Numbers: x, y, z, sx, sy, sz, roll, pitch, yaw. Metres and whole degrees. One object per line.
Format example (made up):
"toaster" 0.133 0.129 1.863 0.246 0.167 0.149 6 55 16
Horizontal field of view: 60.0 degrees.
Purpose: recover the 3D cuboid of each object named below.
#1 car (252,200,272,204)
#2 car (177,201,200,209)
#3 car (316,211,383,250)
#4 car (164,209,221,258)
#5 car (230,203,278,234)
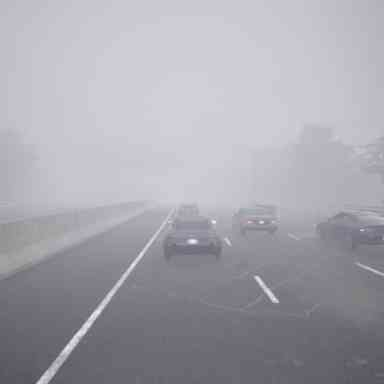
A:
"car" 6.617 1.553 32.109 1.882 1.535 5.008 0 0 -2
"car" -0.331 1.559 30.106 2.128 1.511 4.902 0 0 -2
"car" 6.984 1.535 14.288 1.812 1.442 4.674 0 0 -1
"car" 0.003 1.575 12.781 1.994 1.385 4.181 0 0 -1
"car" 3.416 1.568 19.137 2.033 1.411 5.357 0 0 -1
